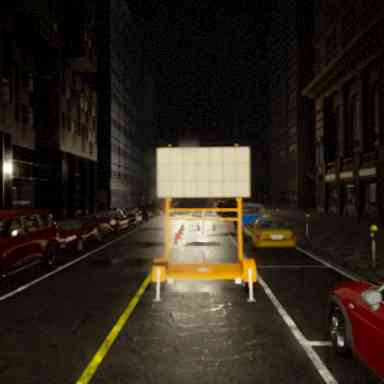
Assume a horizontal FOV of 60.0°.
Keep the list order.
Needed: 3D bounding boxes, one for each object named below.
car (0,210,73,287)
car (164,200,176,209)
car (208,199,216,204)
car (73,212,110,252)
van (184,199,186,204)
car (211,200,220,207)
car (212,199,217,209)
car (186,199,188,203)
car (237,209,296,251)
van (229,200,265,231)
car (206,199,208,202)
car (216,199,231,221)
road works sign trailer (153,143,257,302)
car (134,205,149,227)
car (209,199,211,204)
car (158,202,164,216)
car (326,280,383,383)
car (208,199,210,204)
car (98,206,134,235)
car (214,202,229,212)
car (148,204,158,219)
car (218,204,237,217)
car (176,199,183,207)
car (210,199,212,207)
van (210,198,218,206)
[{"bbox_3d":[-5.444,1.470,9.244,2.192,1.841,5.009,-1,-1,2],"label":"car"},{"bbox_3d":[-4.097,2.253,54.034,1.887,1.381,4.507,-1,-1,2],"label":"car"},{"bbox_3d":[5.602,2.684,92.982,1.887,1.381,4.507,-1,-1,2],"label":"car"},{"bbox_3d":[-5.273,1.804,14.840,1.802,1.307,4.206,-1,-1,2],"label":"car"},{"bbox_3d":[-3.089,2.476,87.632,1.690,1.788,3.998,-1,-1,2],"label":"van"},{"bbox_3d":[4.930,2.437,70.586,1.802,1.307,4.206,-1,-1,2],"label":"car"},{"bbox_3d":[4.086,1.816,42.595,2.192,1.841,5.009,-1,-1,2],"label":"car"},{"bbox_3d":[-2.919,2.750,93.228,1.887,1.381,4.507,-1,-1,2],"label":"car"},{"bbox_3d":[3.253,1.683,14.769,1.752,1.417,4.829,-1,-1,2],"label":"car"},{"bbox_3d":[3.414,1.565,20.200,1.690,1.788,3.998,-1,-1,2],"label":"van"},{"bbox_3d":[5.434,2.613,87.382,1.887,1.381,4.507,-1,-1,2],"label":"car"},{"bbox_3d":[3.750,1.676,31.398,2.192,1.841,5.009,-1,-1,2],"label":"car"},{"bbox_3d":[0.296,0.568,8.538,2.380,3.560,2.880,0,-1,2],"label":"road works sign trailer"},{"bbox_3d":[-4.937,1.909,26.038,2.008,1.369,4.403,-1,-1,2],"label":"car"},{"bbox_3d":[4.593,2.279,59.388,1.947,1.339,4.313,-1,-1,2],"label":"car"},{"bbox_3d":[-4.601,2.062,37.236,1.947,1.339,4.313,-1,-1,2],"label":"car"},{"bbox_3d":[2.911,1.461,3.402,1.967,1.590,4.097,-1,-1,2],"label":"car"},{"bbox_3d":[4.760,2.224,64.989,1.967,1.590,4.097,-1,-1,2],"label":"car"},{"bbox_3d":[-5.107,1.730,20.440,1.967,1.590,4.097,-1,-1,2],"label":"car"},{"bbox_3d":[4.257,2.137,48.191,1.947,1.339,4.313,-1,-1,2],"label":"car"},{"bbox_3d":[-4.769,1.993,31.637,1.947,1.339,4.313,-1,-1,2],"label":"car"},{"bbox_3d":[3.921,2.012,36.994,1.802,1.307,4.206,-1,-1,2],"label":"car"},{"bbox_3d":[-3.593,2.361,70.833,1.967,1.590,4.097,-1,-1,2],"label":"car"},{"bbox_3d":[4.424,2.082,53.791,1.967,1.590,4.097,-1,-1,2],"label":"car"},{"bbox_3d":[5.096,2.267,76.187,1.690,1.788,3.998,-1,-1,2],"label":"van"}]
